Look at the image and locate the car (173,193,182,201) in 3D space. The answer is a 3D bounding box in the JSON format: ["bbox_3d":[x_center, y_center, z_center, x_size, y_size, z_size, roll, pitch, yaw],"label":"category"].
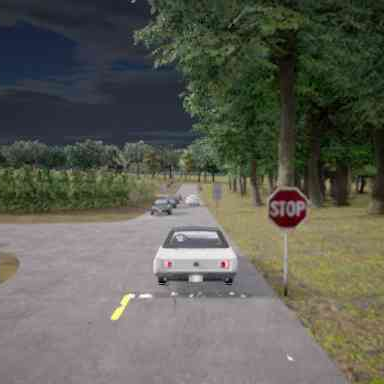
[{"bbox_3d":[-2.908,1.155,50.869,1.895,1.301,4.718,0,1,0],"label":"car"}]

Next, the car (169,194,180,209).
[{"bbox_3d":[-2.901,1.310,41.296,1.994,1.385,4.181,0,1,0],"label":"car"}]

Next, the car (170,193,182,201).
[{"bbox_3d":[-2.879,0.905,60.888,1.994,1.385,4.181,0,1,0],"label":"car"}]

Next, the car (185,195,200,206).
[{"bbox_3d":[0.034,1.156,47.239,1.812,1.442,4.674,0,1,0],"label":"car"}]

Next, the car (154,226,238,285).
[{"bbox_3d":[0.087,1.613,9.529,1.895,1.301,4.718,0,0,0],"label":"car"}]

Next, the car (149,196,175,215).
[{"bbox_3d":[-2.893,1.409,32.228,1.812,1.442,4.674,0,1,0],"label":"car"}]
